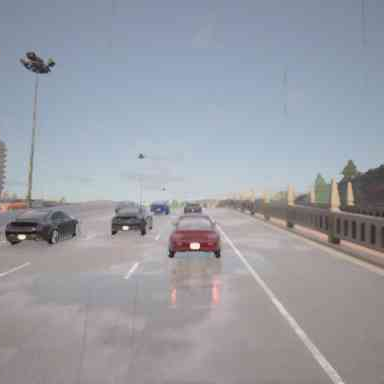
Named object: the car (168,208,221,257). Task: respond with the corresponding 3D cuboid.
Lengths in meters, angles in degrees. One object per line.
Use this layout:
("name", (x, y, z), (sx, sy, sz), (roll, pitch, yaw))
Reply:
("car", (0.096, 1.588, 13.074), (1.812, 1.442, 4.674), (0, 0, 0))

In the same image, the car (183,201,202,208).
("car", (0.090, 1.666, 35.954), (2.128, 1.511, 4.902), (0, 0, 0))

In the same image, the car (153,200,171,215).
("car", (-3.410, 1.655, 36.608), (1.882, 1.535, 5.008), (0, 0, 0))

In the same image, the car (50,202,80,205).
("car", (-14.103, 1.785, 38.165), (1.895, 1.301, 4.718), (0, 0, 0))

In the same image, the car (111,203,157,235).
("car", (-3.405, 1.599, 19.484), (1.837, 1.490, 4.892), (0, 0, 0))

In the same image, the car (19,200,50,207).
("car", (-17.601, 1.748, 38.295), (1.994, 1.385, 4.181), (0, 0, 0))

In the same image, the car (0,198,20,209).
("car", (-21.099, 1.535, 38.126), (2.097, 1.767, 4.553), (0, 0, 0))

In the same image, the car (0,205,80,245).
("car", (-6.904, 1.582, 15.928), (1.837, 1.490, 4.892), (0, 0, 0))
